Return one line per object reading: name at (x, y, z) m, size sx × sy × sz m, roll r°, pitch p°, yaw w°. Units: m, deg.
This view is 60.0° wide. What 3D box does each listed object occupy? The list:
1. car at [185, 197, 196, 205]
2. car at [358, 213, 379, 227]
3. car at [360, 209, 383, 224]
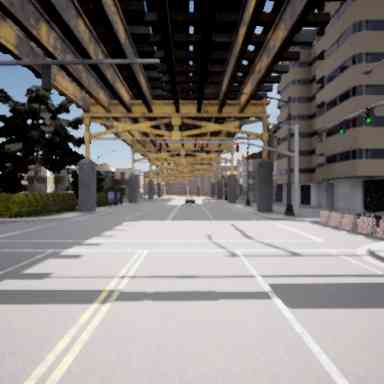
car at (-0.327, 1.551, 59.168) m, size 1.895 × 1.301 × 4.718 m, roll 0°, pitch 0°, yaw 0°
car at (13.471, 1.434, 21.364) m, size 4.974 × 1.542 × 2.038 m, roll 0°, pitch 0°, yaw 25°
car at (13.518, 1.276, 21.343) m, size 4.536 × 1.218 × 1.853 m, roll 0°, pitch 0°, yaw 25°
